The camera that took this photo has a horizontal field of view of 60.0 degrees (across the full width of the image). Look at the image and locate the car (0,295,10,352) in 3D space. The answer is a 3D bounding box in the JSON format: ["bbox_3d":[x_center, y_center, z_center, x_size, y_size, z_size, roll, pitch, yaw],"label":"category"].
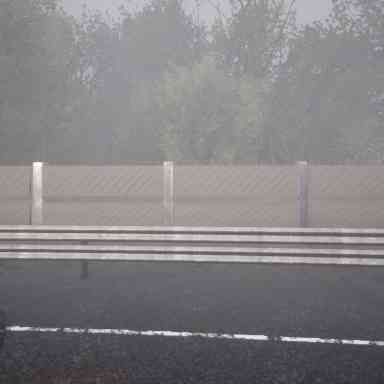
[{"bbox_3d":[-4.667,1.507,3.688,4.892,1.490,1.837,0,0,4],"label":"car"}]
